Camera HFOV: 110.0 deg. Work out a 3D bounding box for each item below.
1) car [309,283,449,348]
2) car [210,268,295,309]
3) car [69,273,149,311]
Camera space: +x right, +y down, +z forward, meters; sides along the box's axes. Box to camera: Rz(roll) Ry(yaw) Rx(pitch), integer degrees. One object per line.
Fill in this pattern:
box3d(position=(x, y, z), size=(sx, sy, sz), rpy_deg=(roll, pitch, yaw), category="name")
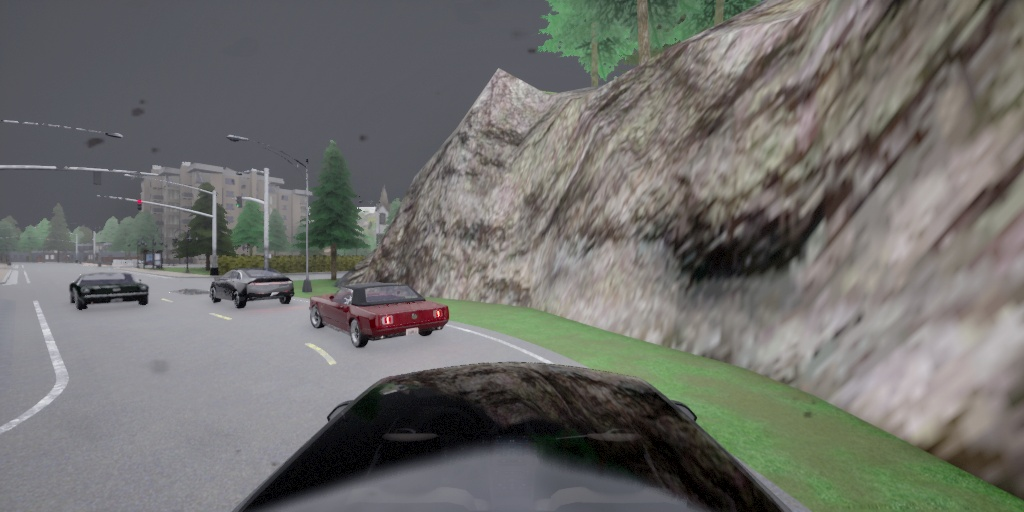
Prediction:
box3d(position=(-3.709, 1.354, 9.388), size=(1.895, 1.301, 4.718), rpy_deg=(0, 0, -44), category="car")
box3d(position=(-11.009, 1.248, 15.102), size=(4.902, 1.511, 2.128), rpy_deg=(0, 0, 37), category="car")
box3d(position=(-16.658, 1.358, 14.801), size=(4.718, 1.301, 1.895), rpy_deg=(0, 0, 36), category="car")
